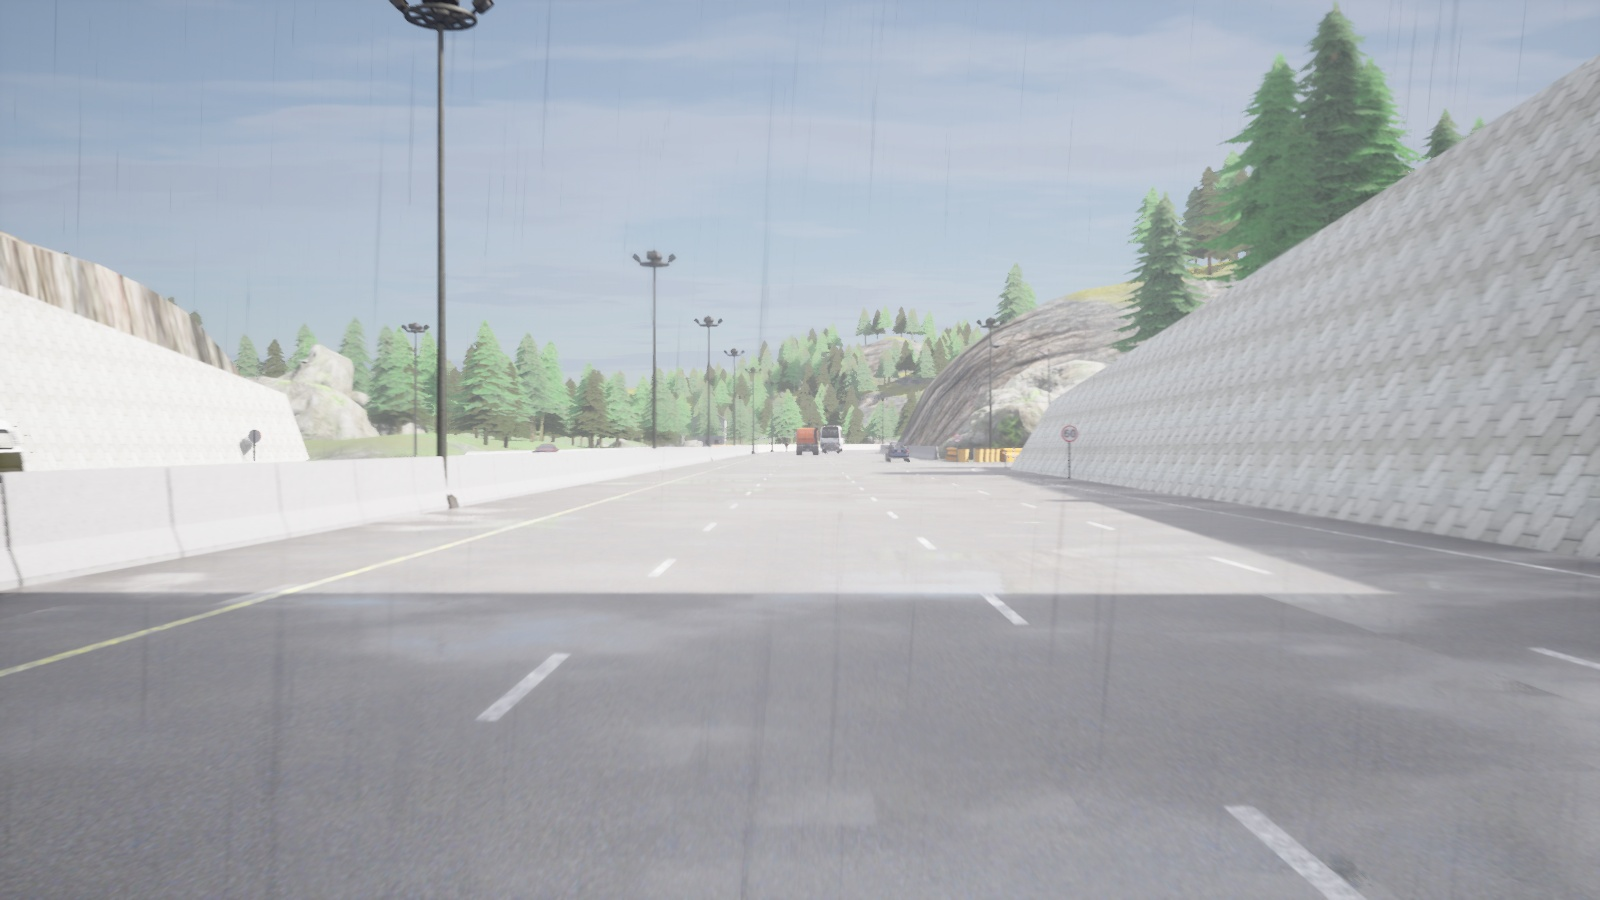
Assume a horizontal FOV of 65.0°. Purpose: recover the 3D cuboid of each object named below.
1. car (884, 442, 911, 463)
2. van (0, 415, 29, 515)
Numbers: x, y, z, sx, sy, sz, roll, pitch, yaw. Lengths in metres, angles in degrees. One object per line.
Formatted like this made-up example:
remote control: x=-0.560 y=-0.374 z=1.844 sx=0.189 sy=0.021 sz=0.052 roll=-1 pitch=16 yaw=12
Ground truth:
car: x=7.587 y=0.189 z=97.751 sx=1.789 sy=1.549 sz=3.705 roll=0 pitch=1 yaw=0
van: x=-17.343 y=0.321 z=24.286 sx=2.069 sy=2.038 sz=4.480 roll=0 pitch=0 yaw=0
